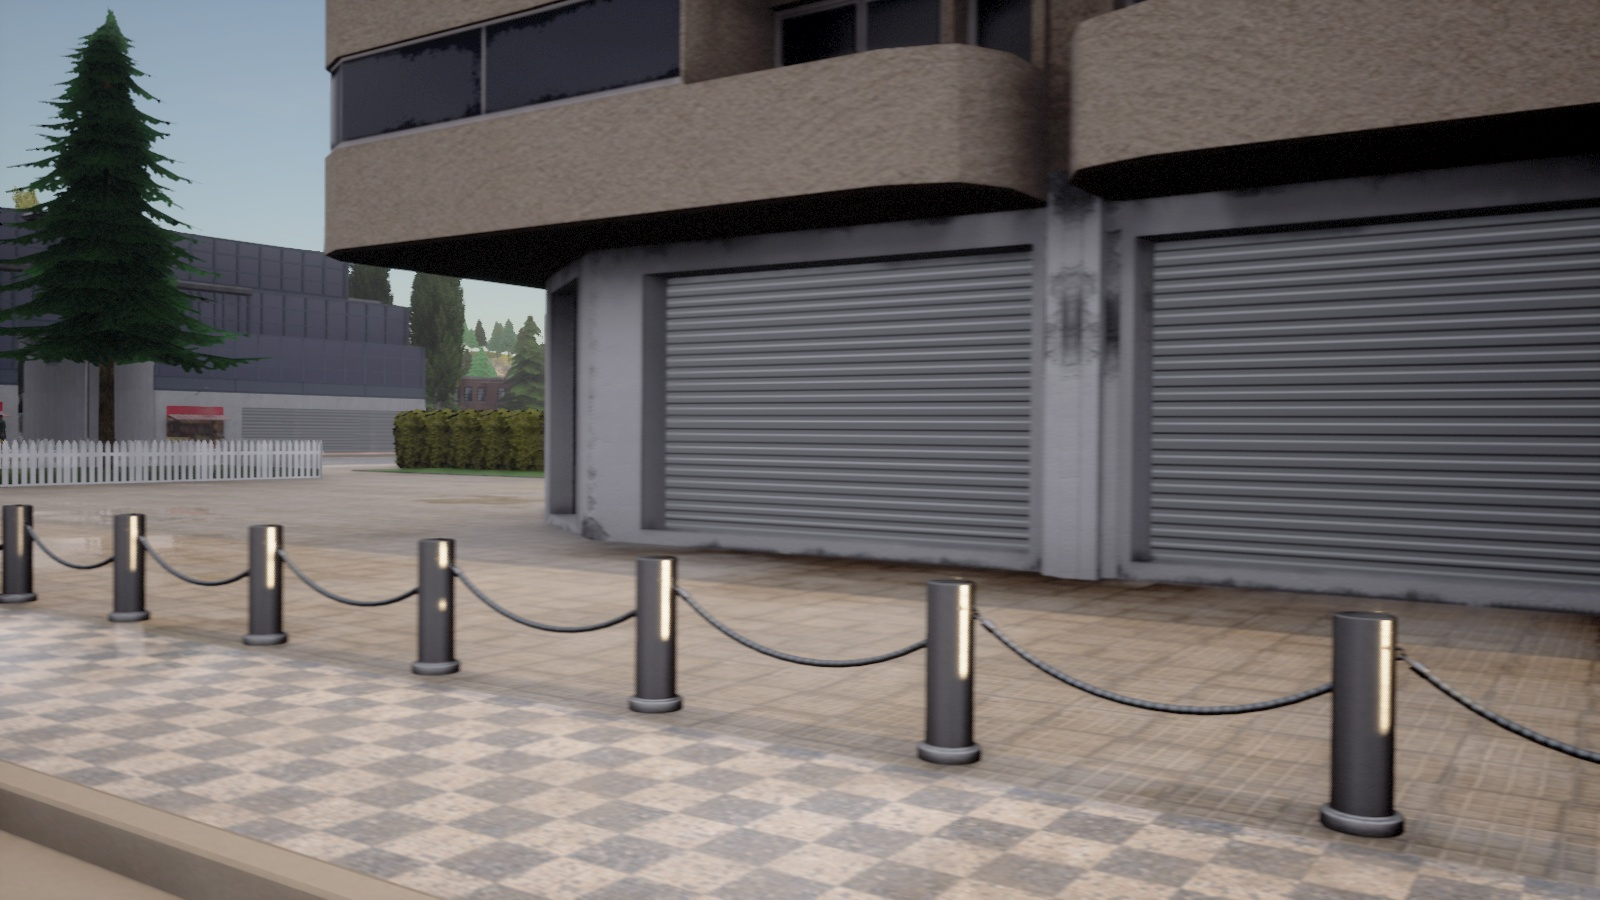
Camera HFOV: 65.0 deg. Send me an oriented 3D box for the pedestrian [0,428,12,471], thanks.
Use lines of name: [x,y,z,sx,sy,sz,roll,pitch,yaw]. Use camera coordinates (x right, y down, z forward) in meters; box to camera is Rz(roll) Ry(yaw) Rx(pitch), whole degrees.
pedestrian: [-34.143,-0.034,53.749,0.353,1.847,0.614,0,1,32]
